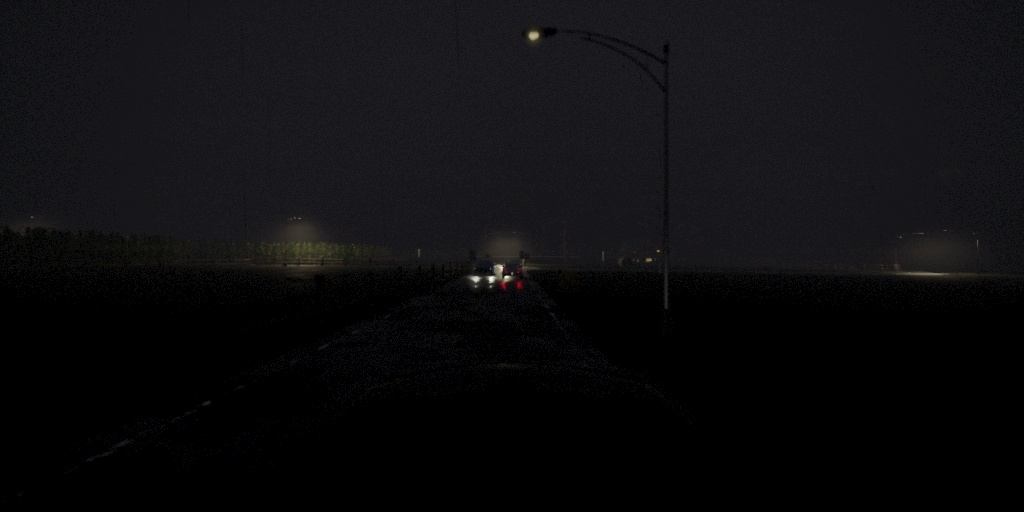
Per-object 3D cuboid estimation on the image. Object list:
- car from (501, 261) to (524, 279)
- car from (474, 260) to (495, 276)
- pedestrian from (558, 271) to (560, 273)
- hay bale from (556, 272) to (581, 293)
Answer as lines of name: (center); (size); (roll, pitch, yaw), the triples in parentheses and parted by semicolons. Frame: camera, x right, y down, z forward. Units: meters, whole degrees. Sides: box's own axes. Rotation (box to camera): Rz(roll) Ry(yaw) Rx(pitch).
car: (0.039, 1.262, 32.517); (1.812, 1.442, 4.674); (0, 0, 1)
car: (-2.824, 1.212, 37.457); (1.882, 1.535, 5.008); (0, 0, 0)
pedestrian: (2.819, 1.050, 21.072); (0.375, 1.860, 0.375); (-1, 1, 3)
hay bale: (3.126, 1.397, 19.951); (1.220, 1.180, 1.240); (0, 0, 0)
